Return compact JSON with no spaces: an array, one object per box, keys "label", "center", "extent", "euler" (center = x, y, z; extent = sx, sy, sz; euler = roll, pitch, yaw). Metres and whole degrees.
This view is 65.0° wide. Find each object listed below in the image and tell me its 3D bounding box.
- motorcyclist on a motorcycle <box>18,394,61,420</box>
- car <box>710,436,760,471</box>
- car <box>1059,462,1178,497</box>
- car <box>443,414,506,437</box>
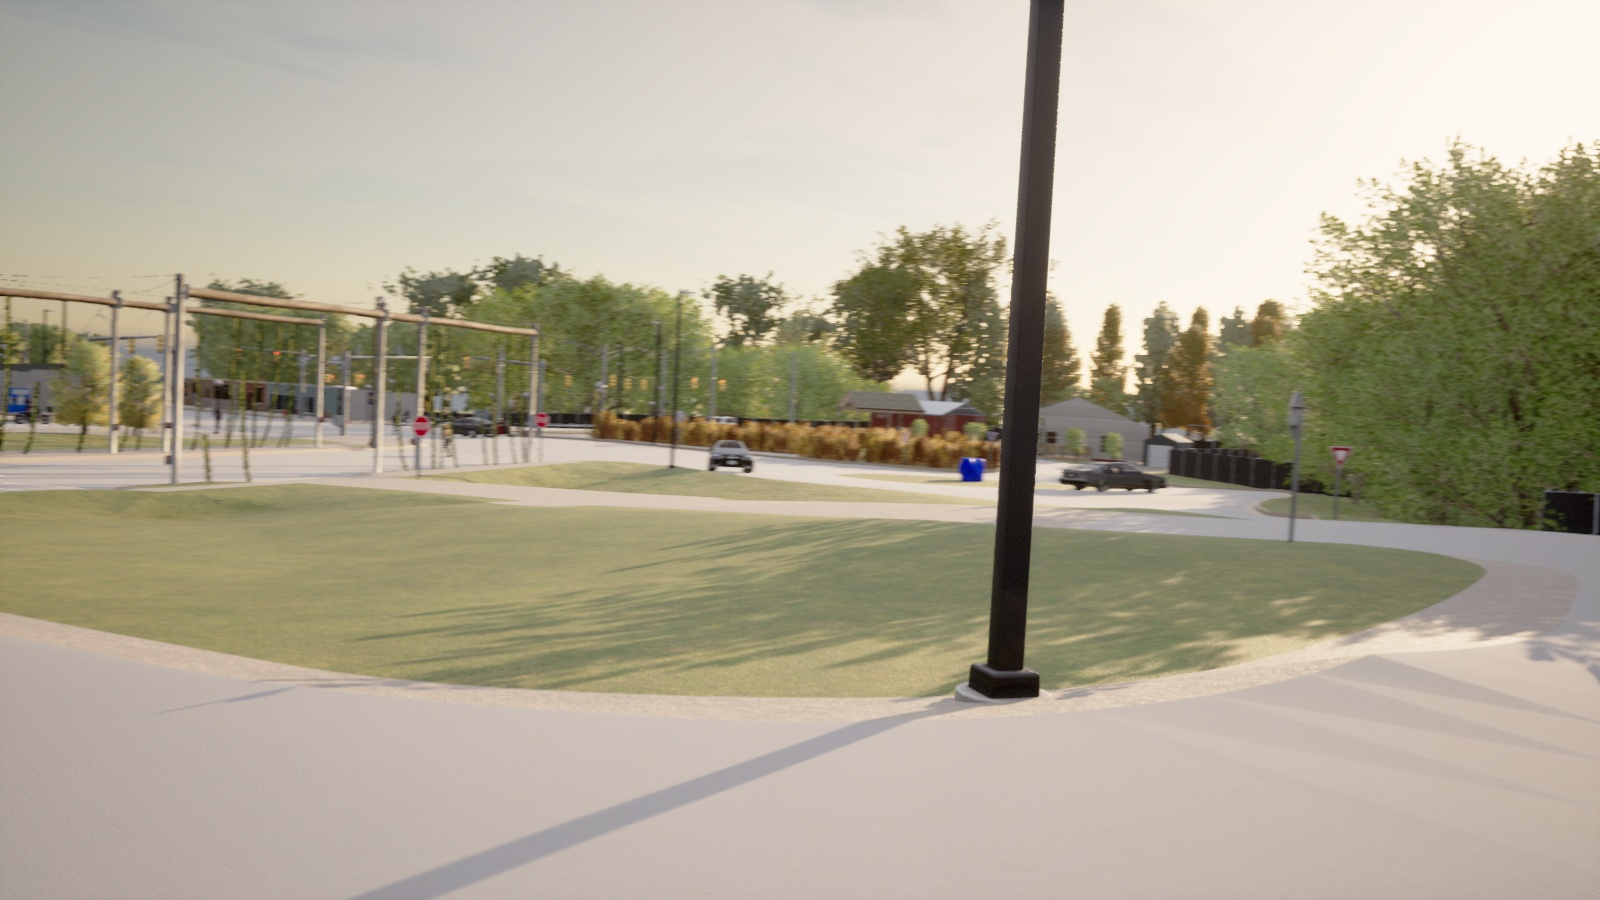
[{"label":"motorcyclist on a motorcycle","center":[-51.350,-2.889,84.805],"extent":[0.766,1.649,2.350],"euler":[5,3,33]},{"label":"car","center":[-3.371,0.144,64.329],"extent":[2.152,1.651,5.027],"euler":[3,0,-6]},{"label":"car","center":[14.964,1.388,58.964],"extent":[5.357,1.411,2.033],"euler":[2,1,-27]},{"label":"car","center":[-24.381,-1.847,94.120],"extent":[4.892,1.490,1.837],"euler":[3,3,36]}]
